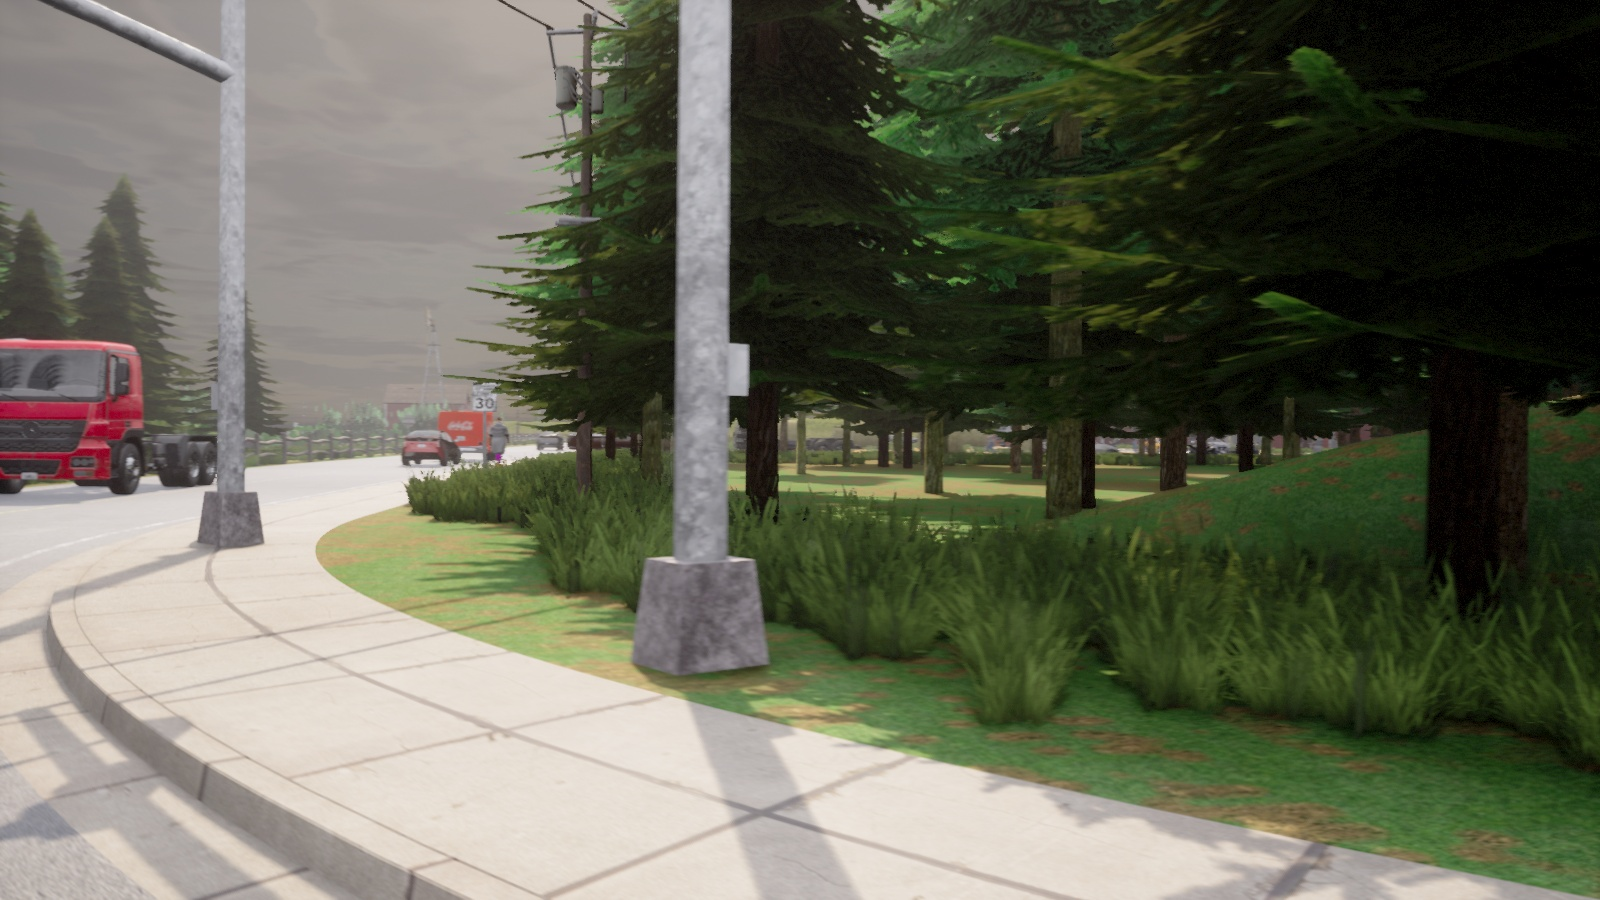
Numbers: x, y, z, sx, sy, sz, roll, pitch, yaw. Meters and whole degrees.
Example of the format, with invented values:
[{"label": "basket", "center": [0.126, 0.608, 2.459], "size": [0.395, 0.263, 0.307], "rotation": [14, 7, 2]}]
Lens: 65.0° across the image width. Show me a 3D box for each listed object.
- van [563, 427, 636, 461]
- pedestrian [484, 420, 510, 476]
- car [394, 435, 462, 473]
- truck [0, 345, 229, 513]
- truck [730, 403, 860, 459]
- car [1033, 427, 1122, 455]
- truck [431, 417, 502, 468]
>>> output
[{"label": "van", "center": [-12.555, -0.384, 78.657], "size": [4.480, 2.038, 2.069], "rotation": [-1, 1, -9]}, {"label": "pedestrian", "center": [-10.797, -0.073, 44.783], "size": [0.659, 1.952, 0.873], "rotation": [0, 1, 1]}, {"label": "car", "center": [-15.760, 0.143, 53.419], "size": [2.007, 1.525, 4.514], "rotation": [-1, 1, -6]}, {"label": "truck", "center": [-16.430, -0.484, 29.882], "size": [2.891, 3.462, 7.936], "rotation": [-1, 1, -7]}, {"label": "truck", "center": [-0.355, -1.208, 80.420], "size": [7.936, 3.462, 2.891], "rotation": [-1, 1, -8]}, {"label": "car", "center": [17.515, -0.580, 79.436], "size": [5.027, 1.651, 2.152], "rotation": [-1, 1, -8]}, {"label": "truck", "center": [-16.721, -0.404, 63.233], "size": [2.627, 2.467, 5.204], "rotation": [-1, 1, -5]}]
